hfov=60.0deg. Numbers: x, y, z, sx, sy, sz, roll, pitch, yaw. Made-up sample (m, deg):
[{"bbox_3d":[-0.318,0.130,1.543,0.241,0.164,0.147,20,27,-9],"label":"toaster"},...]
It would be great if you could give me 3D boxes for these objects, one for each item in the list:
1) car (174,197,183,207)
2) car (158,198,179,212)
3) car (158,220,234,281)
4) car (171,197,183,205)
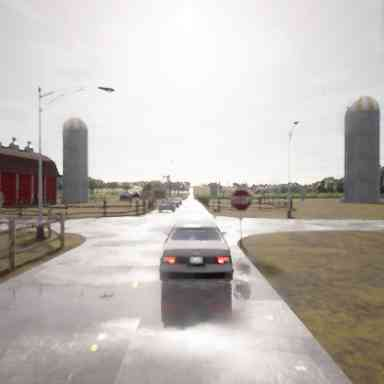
[{"bbox_3d":[-2.842,1.575,49.814,1.882,1.535,5.008,0,0,0],"label":"car"},{"bbox_3d":[-2.853,1.655,38.892,1.895,1.301,4.718,0,0,0],"label":"car"},{"bbox_3d":[0.098,1.528,9.736,2.033,1.411,5.357,0,0,0],"label":"car"},{"bbox_3d":[-2.777,1.694,63.652,2.128,1.511,4.902,0,-1,0],"label":"car"}]
